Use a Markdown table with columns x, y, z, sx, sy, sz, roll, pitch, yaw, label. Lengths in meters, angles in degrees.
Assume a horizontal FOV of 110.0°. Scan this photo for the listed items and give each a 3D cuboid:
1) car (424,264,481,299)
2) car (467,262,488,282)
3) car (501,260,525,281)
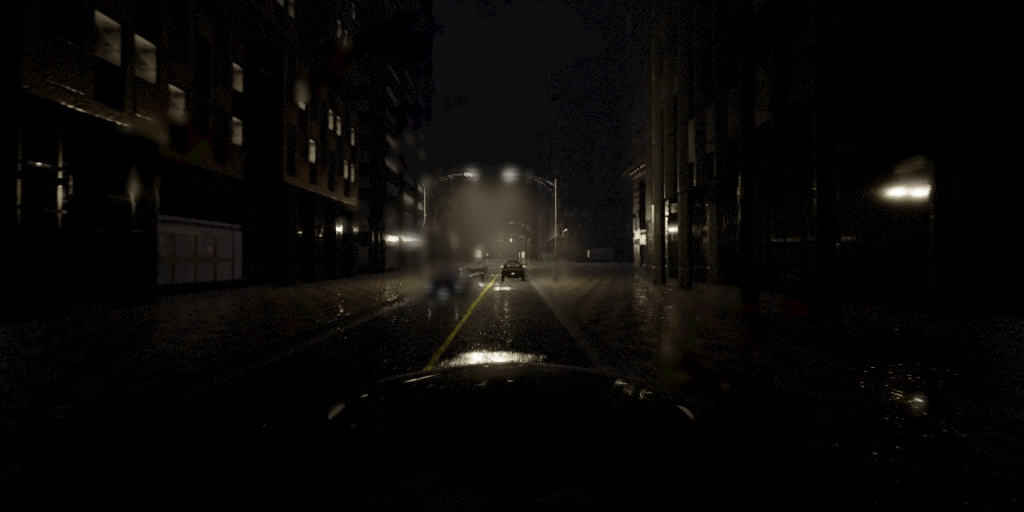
| x | y | z | sx | sy | sz | roll | pitch | yaw | label |
| --- | --- | --- | --- | --- | --- | --- | --- | --- | --- |
| -3.027 | 1.301 | 18.494 | 2.033 | 1.411 | 5.357 | 0 | 0 | 0 | car |
| -3.010 | 1.234 | 29.714 | 1.882 | 1.535 | 5.008 | 0 | 0 | 0 | car |
| 0.084 | 1.234 | 30.466 | 1.882 | 1.535 | 5.008 | 0 | 0 | 0 | car |
